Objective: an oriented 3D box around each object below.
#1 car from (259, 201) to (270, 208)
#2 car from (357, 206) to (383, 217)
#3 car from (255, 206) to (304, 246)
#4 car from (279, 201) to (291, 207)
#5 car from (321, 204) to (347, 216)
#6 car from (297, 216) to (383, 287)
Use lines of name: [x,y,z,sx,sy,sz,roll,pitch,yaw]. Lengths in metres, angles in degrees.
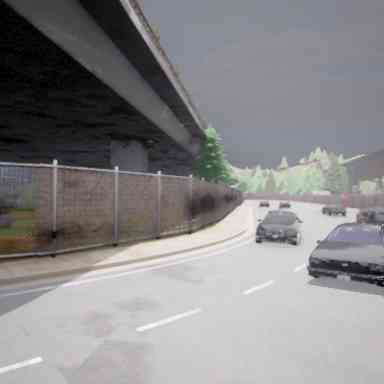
car: [13.842,2.331,63.488,1.895,1.301,4.718,0,-1,10]
car: [14.182,1.859,25.586,2.128,1.511,4.902,0,0,12]
car: [4.463,1.703,16.586,1.837,1.490,4.892,1,0,21]
car: [16.780,2.325,60.175,1.895,1.301,4.718,0,-1,11]
car: [16.781,2.071,39.450,2.033,1.411,5.357,0,-1,10]
car: [5.100,1.688,10.133,2.033,1.411,5.357,0,-1,34]
